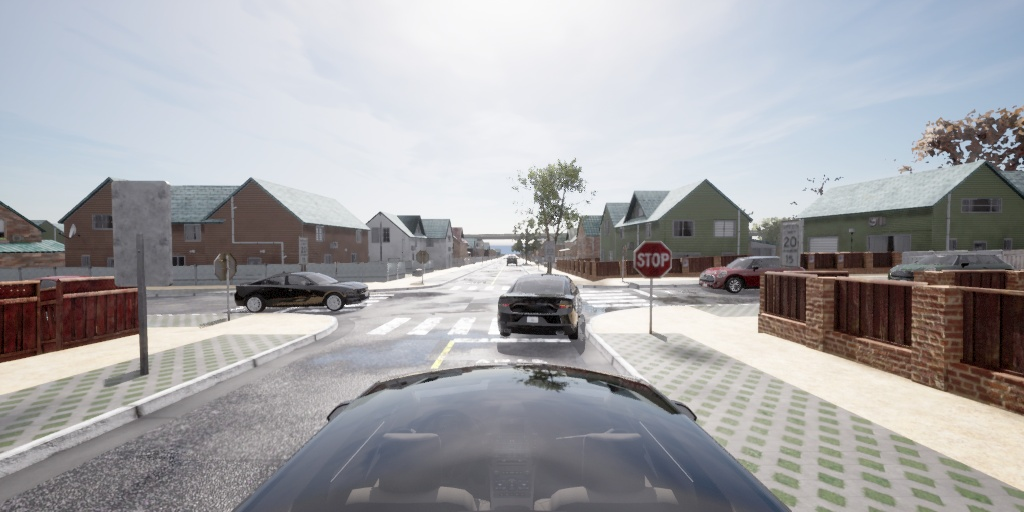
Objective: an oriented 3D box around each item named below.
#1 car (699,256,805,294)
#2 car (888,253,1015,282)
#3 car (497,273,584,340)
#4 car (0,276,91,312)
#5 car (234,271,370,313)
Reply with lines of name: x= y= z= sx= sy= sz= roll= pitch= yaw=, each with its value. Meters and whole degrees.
car: x=11.808 y=0.820 z=17.767 sx=4.553 sy=1.767 sz=2.097 roll=-1 pitch=2 yaw=0
car: x=21.703 y=0.646 z=17.838 sx=4.553 sy=1.767 sz=2.097 roll=-1 pitch=2 yaw=0
car: x=0.958 y=1.224 z=10.158 sx=1.882 sy=1.535 sz=5.008 roll=0 pitch=0 yaw=12
car: x=-18.020 y=1.547 z=14.623 sx=5.008 sy=1.535 sz=1.882 roll=-1 pitch=2 yaw=0
car: x=-8.467 y=1.377 z=14.685 sx=5.008 sy=1.535 sz=1.882 roll=-1 pitch=2 yaw=0
